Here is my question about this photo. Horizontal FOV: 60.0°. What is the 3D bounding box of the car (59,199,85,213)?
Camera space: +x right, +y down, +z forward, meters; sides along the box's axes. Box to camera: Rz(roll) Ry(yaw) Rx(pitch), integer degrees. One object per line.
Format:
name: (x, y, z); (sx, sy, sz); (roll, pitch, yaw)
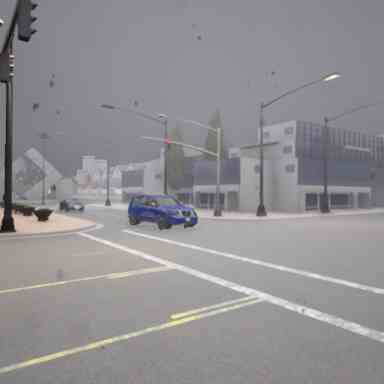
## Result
car: (-13.463, 1.491, 37.105); (2.128, 1.511, 4.902); (1, 0, -35)

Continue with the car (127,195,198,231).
car: (-2.066, 1.240, 21.420); (2.150, 2.045, 5.566); (0, 0, -42)
